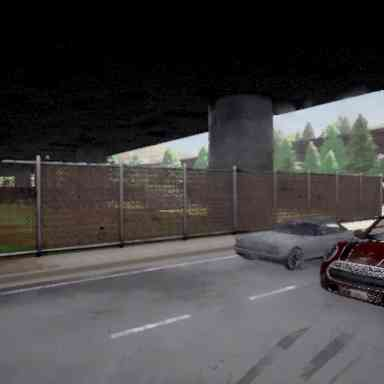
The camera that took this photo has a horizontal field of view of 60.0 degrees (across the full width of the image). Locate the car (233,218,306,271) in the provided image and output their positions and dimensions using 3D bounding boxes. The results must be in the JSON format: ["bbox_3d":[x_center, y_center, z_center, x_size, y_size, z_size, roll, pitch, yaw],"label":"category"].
[{"bbox_3d":[3.595,1.533,10.804,4.718,1.301,1.895,-1,0,-35],"label":"car"}]

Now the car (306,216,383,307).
[{"bbox_3d":[4.928,1.290,7.462,4.553,1.767,2.097,-1,0,-35],"label":"car"}]
